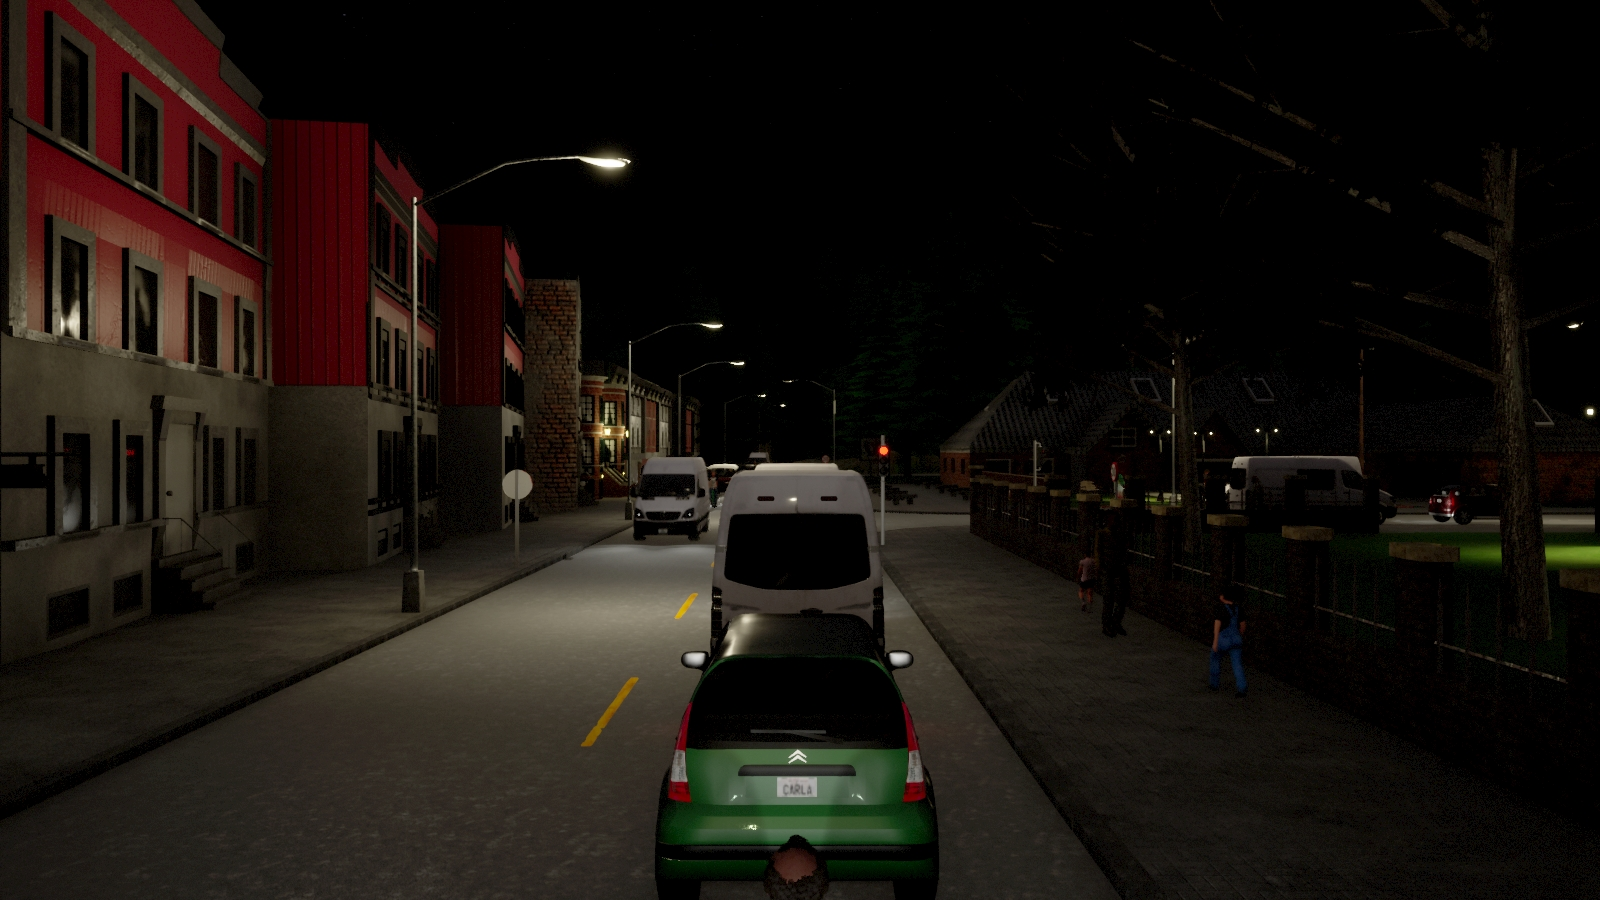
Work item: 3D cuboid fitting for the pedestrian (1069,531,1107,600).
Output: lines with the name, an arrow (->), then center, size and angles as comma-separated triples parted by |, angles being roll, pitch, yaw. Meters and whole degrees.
pedestrian -> 4.766, 1.904, 18.901 | 0.500, 1.100, 0.500 | 0, 0, 0

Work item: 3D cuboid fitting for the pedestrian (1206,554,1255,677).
pedestrian -> 4.723, 1.805, 12.545 | 0.375, 1.300, 0.375 | 0, 0, -4

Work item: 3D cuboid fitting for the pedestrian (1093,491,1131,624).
pedestrian -> 4.470, 1.525, 16.372 | 0.375, 1.860, 0.375 | 0, 0, -17

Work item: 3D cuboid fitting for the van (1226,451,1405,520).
van -> 19.552, 1.314, 43.543 | 5.915, 2.561, 1.988 | 0, 0, 1

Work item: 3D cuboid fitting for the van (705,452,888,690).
van -> -0.048, 1.314, 15.312 | 1.988, 2.561, 5.915 | 0, 0, 0

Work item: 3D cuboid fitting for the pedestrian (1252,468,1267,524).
pedestrian -> 15.379, 1.525, 38.266 | 0.375, 1.860, 0.375 | 0, 0, 5

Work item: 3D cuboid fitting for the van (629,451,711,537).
van -> -4.097, 1.314, 36.899 | 1.988, 2.561, 5.915 | 0, 0, 0

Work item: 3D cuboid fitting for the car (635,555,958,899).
car -> -0.023, 1.779, 8.527 | 1.851, 1.617, 3.988 | 0, 0, 0
